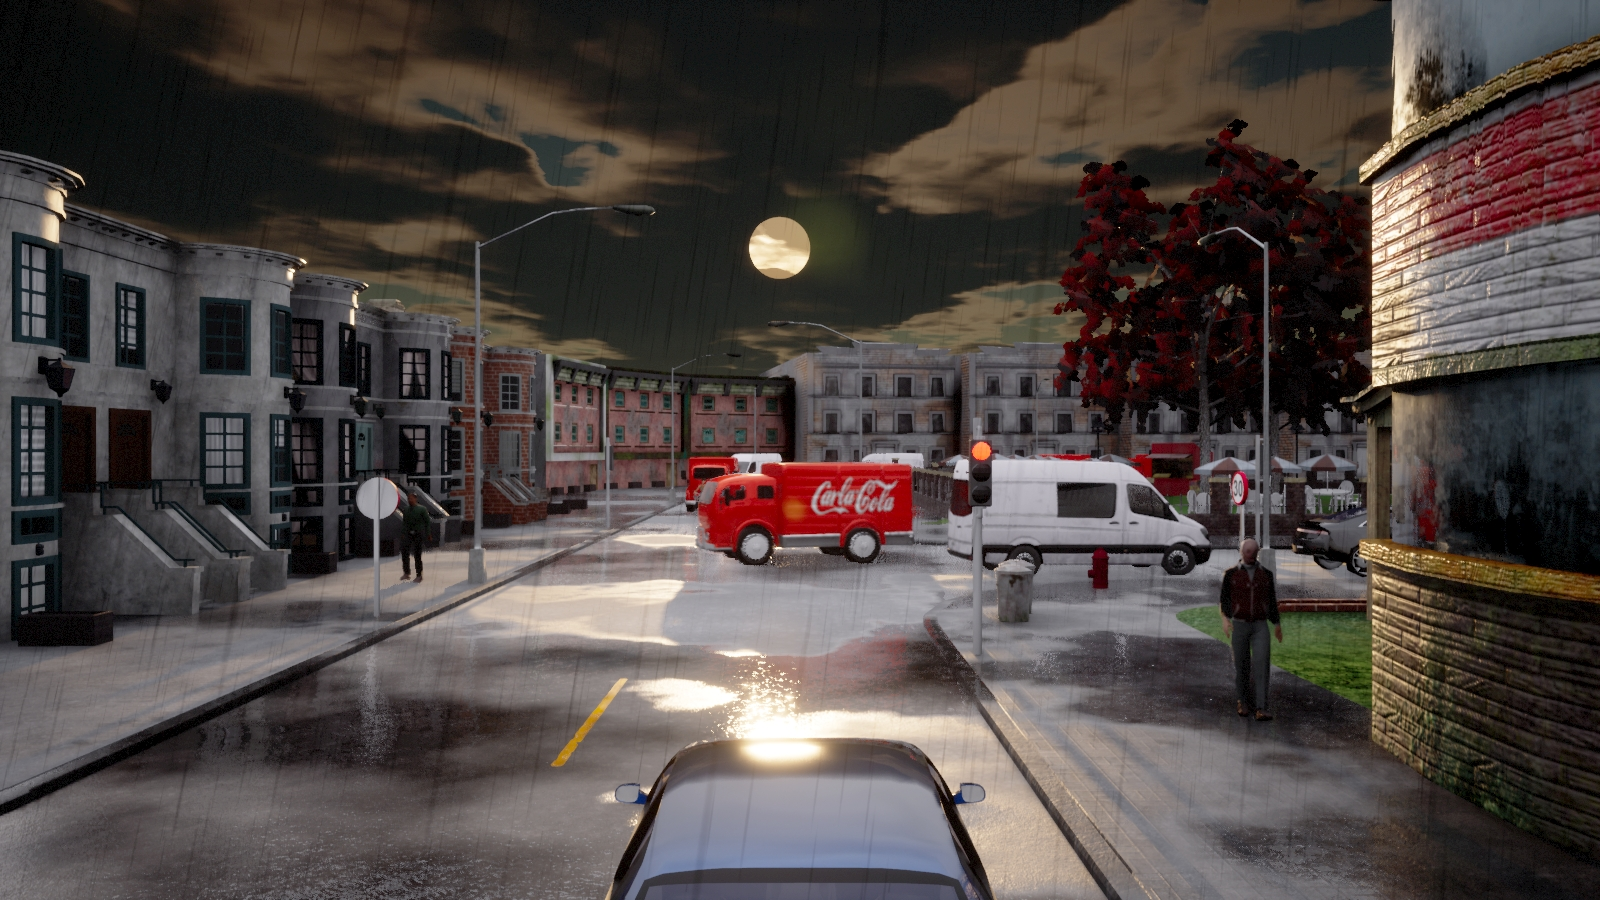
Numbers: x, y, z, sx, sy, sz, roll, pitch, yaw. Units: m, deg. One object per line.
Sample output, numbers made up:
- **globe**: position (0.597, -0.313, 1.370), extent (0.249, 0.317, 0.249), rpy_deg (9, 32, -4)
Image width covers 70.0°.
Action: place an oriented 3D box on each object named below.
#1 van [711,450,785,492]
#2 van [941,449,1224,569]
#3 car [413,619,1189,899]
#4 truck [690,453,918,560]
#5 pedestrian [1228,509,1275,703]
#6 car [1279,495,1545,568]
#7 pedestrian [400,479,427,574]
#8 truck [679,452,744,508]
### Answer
- **van**: position (-3.214, 1.289, 72.299), extent (1.988, 2.561, 5.915), rpy_deg (0, 0, 28)
- **van**: position (6.384, 1.301, 26.032), extent (5.915, 2.561, 1.988), rpy_deg (1, 0, -11)
- **car**: position (-0.001, 1.884, 5.268), extent (2.033, 1.411, 5.357), rpy_deg (0, 0, 0)
- **truck**: position (0.044, 1.334, 28.841), extent (5.204, 2.467, 2.627), rpy_deg (0, 0, -17)
- **pedestrian**: position (4.464, 1.521, 11.310), extent (0.375, 1.860, 0.375), rpy_deg (0, 0, 13)
- **car**: position (13.778, 1.817, 25.951), extent (4.902, 1.511, 2.128), rpy_deg (0, 0, -1)
- **pedestrian**: position (-7.725, 1.517, 22.850), extent (0.375, 1.860, 0.375), rpy_deg (0, 0, 12)
- **truck**: position (-4.030, 1.328, 52.854), extent (2.627, 2.467, 5.204), rpy_deg (0, 0, 0)
